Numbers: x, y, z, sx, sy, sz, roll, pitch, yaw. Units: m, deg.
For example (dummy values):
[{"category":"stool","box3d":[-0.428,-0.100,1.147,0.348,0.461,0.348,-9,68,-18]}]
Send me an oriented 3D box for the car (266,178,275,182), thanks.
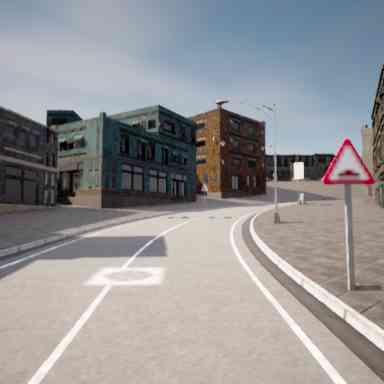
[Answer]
[{"category":"car","box3d":[20.738,-3.191,92.897,4.553,1.767,2.185,0,-4,-2]}]
